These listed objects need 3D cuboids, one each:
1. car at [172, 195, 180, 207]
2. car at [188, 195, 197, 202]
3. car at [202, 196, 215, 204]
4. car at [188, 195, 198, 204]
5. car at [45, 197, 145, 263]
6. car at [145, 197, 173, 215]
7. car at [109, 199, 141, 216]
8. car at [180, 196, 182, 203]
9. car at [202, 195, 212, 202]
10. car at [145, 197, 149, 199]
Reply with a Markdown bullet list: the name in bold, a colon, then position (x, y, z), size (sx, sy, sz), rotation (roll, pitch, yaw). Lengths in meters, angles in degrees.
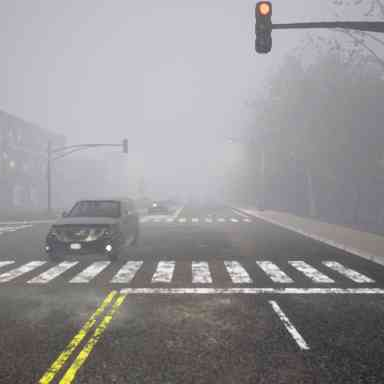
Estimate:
- **car**: position (-3.282, 1.546, 50.912), size (1.994, 1.385, 4.181), rotation (0, 0, 0)
- **car**: position (0.094, 1.494, 74.636), size (2.128, 1.511, 4.902), rotation (0, 0, 0)
- **car**: position (3.429, 1.576, 64.693), size (1.895, 1.301, 4.718), rotation (0, 0, 0)
- **car**: position (0.175, 1.576, 64.870), size (1.895, 1.301, 4.718), rotation (0, 0, 0)
- **car**: position (-3.340, 1.219, 12.388), size (2.150, 2.045, 5.566), rotation (0, 0, 1)
- **car**: position (-3.310, 1.553, 34.154), size (1.994, 1.385, 4.181), rotation (0, 0, 0)
- **car**: position (-6.561, 1.481, 33.173), size (2.128, 1.511, 4.902), rotation (0, 0, 0)
- **car**: position (-3.166, 1.378, 68.758), size (2.097, 1.767, 4.553), rotation (0, 0, 0)
- **car**: position (3.341, 1.510, 74.711), size (2.033, 1.411, 5.357), rotation (0, 0, 0)
- **car**: position (-6.542, 1.462, 46.209), size (1.882, 1.535, 5.008), rotation (0, 0, 0)
